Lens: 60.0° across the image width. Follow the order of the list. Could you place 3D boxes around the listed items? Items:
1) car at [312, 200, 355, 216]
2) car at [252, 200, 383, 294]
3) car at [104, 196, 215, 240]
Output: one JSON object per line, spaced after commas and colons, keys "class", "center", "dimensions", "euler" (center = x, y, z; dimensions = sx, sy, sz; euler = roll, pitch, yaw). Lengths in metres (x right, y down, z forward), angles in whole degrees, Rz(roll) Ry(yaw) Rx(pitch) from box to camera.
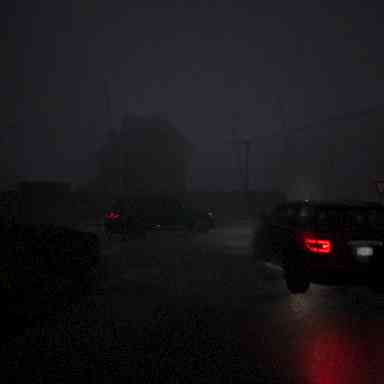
{"class": "car", "center": [13.686, 1.524, 32.498], "dimensions": [1.994, 1.385, 4.181], "euler": [0, 0, -8]}
{"class": "car", "center": [3.227, 1.210, 8.947], "dimensions": [2.150, 2.045, 5.566], "euler": [0, 0, -1]}
{"class": "car", "center": [-1.598, 1.211, 16.888], "dimensions": [5.566, 2.045, 2.150], "euler": [0, 0, -23]}
